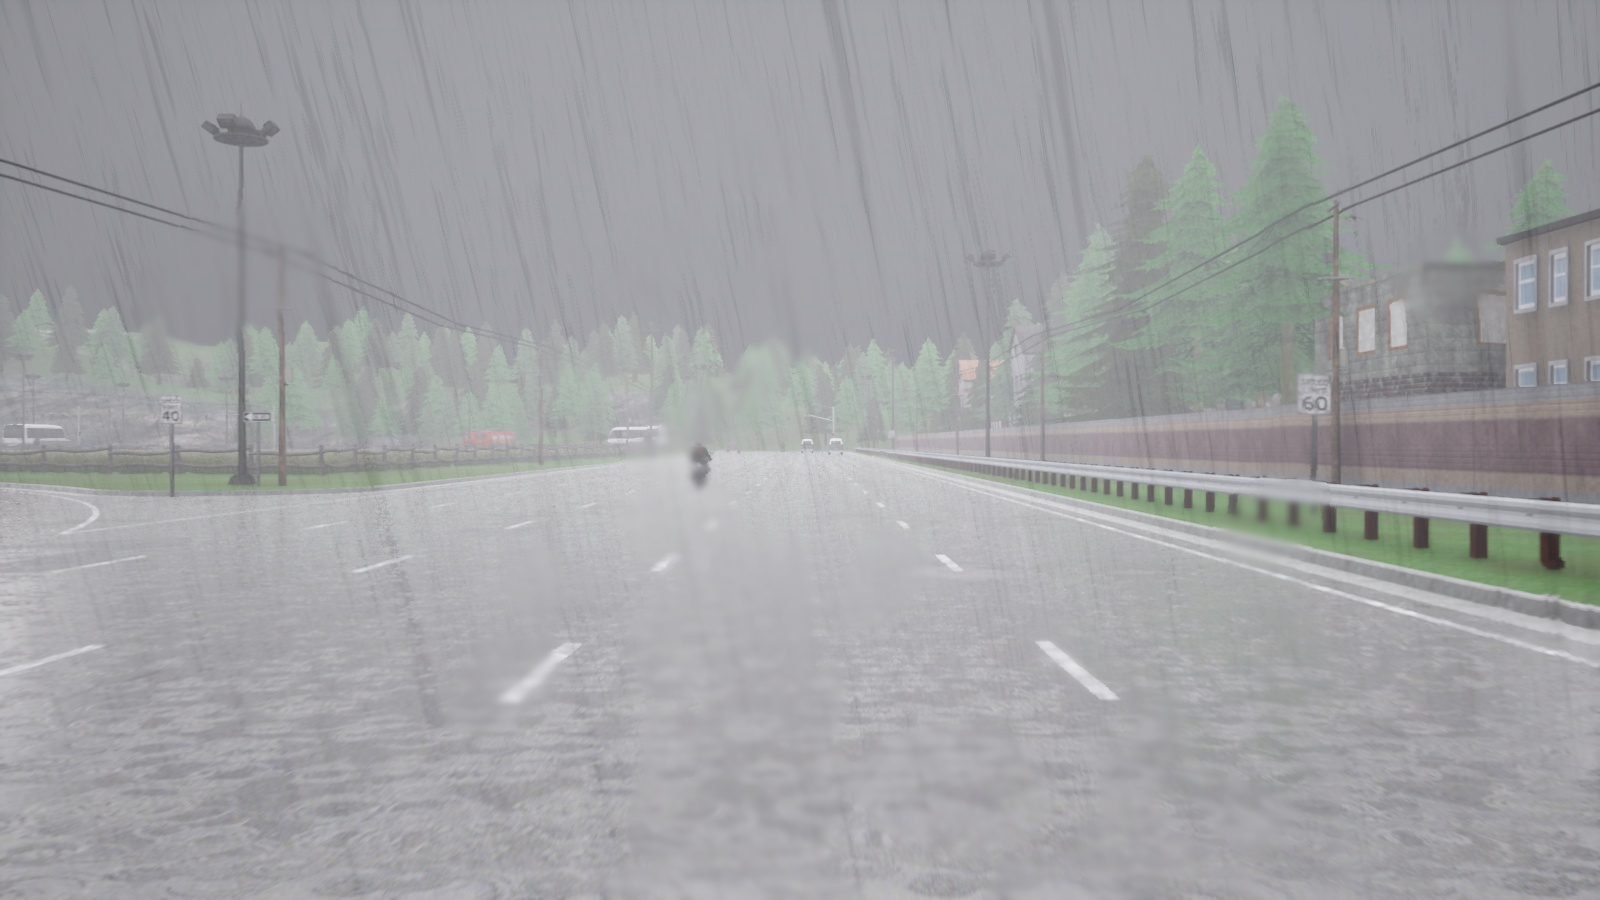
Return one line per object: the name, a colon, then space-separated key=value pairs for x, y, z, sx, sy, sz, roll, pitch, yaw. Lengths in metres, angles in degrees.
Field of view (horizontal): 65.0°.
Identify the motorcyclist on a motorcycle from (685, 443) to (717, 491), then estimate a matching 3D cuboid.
motorcyclist on a motorcycle: x=-3.250 y=0.546 z=41.211 sx=0.866 sy=1.530 sz=2.191 roll=0 pitch=0 yaw=0
